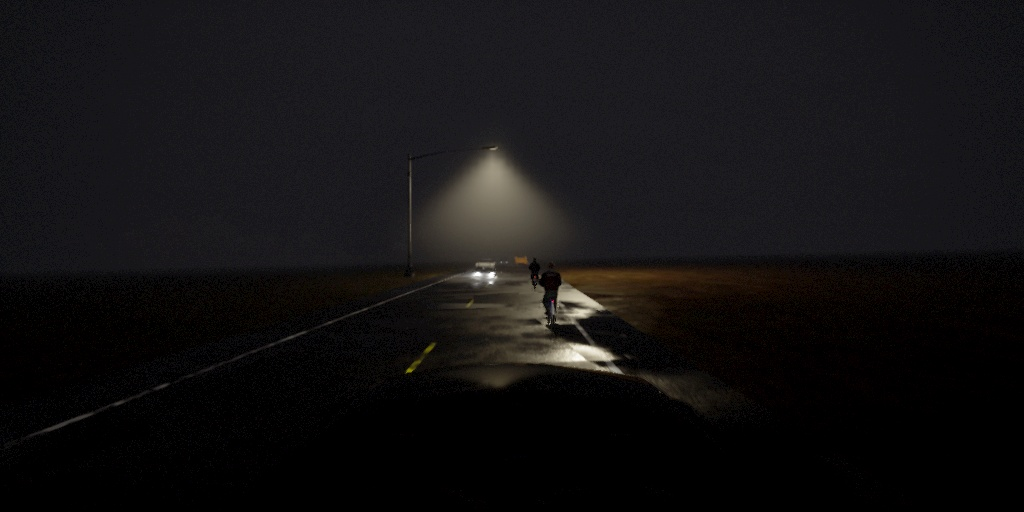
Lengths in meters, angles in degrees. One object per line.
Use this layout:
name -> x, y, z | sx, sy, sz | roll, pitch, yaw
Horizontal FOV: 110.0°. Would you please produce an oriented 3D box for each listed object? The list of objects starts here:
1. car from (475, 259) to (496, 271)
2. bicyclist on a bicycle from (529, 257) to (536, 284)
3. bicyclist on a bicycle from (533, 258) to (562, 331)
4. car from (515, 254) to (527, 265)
car -> -2.790, 0.938, 38.513 | 1.895, 1.301, 4.718 | 0, 1, 2
bicyclist on a bicycle -> 1.175, 0.931, 18.628 | 0.659, 1.776, 1.843 | 0, 1, 1
bicyclist on a bicycle -> 1.026, 1.032, 9.658 | 0.659, 1.776, 1.843 | 0, 1, 1
car -> 1.373, 0.629, 55.395 | 1.882, 1.535, 5.008 | 0, 1, 2
